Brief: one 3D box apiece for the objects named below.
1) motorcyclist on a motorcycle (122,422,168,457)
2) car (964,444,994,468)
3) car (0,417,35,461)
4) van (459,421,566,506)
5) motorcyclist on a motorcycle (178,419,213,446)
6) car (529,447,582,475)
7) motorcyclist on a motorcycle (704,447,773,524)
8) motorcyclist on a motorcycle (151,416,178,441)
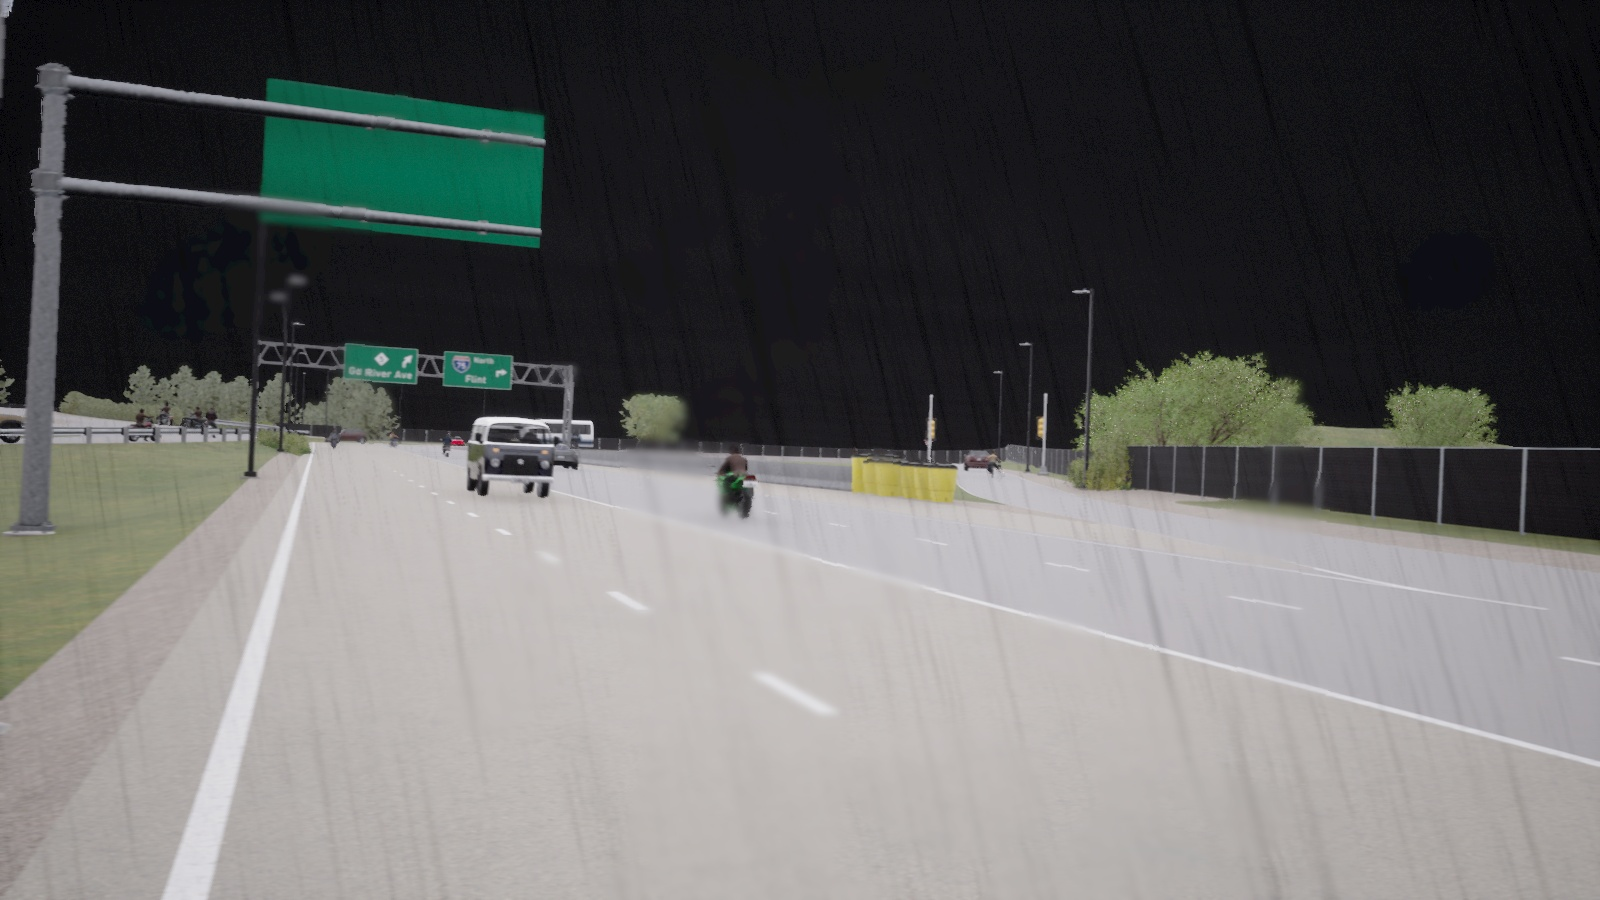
[{"bbox_3d":[-31.894,-0.508,61.186,0.766,1.649,2.350,1,1,9],"label":"motorcyclist on a motorcycle"},{"bbox_3d":[13.891,0.449,97.751,2.097,1.767,4.553,1,0,6],"label":"car"},{"bbox_3d":[-34.925,-0.460,52.548,1.932,1.855,4.605,0,1,28],"label":"car"},{"bbox_3d":[-7.555,0.316,32.702,2.069,2.038,4.480,1,0,-21],"label":"van"},{"bbox_3d":[-37.936,-1.108,78.817,2.350,1.649,0.766,3,3,30],"label":"motorcyclist on a motorcycle"},{"bbox_3d":[-12.951,0.579,66.366,1.994,1.385,4.181,1,0,-21],"label":"car"},{"bbox_3d":[-1.296,0.716,26.117,0.797,1.523,2.044,1,0,-21],"label":"motorcyclist on a motorcycle"},{"bbox_3d":[-44.792,-1.525,88.516,2.350,1.649,0.766,2,1,41],"label":"motorcyclist on a motorcycle"}]
